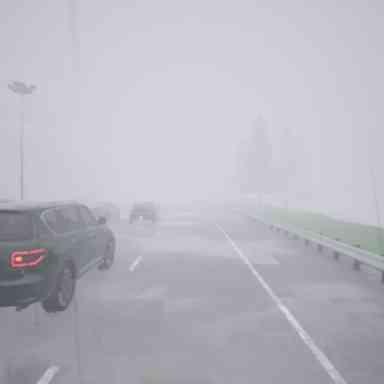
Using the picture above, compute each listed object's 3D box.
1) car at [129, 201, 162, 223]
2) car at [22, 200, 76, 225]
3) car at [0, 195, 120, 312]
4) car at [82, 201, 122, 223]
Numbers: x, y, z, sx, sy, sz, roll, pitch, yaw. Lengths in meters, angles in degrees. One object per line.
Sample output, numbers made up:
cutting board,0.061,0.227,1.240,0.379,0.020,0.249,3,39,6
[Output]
car,-3.414,1.454,24.639,1.837,1.490,4.892,0,1,0
car,-10.414,1.454,24.657,1.837,1.490,4.892,0,1,0
car,-3.416,1.206,7.790,2.150,2.045,5.566,0,0,0
car,-6.913,1.470,26.028,1.812,1.442,4.674,0,0,0
